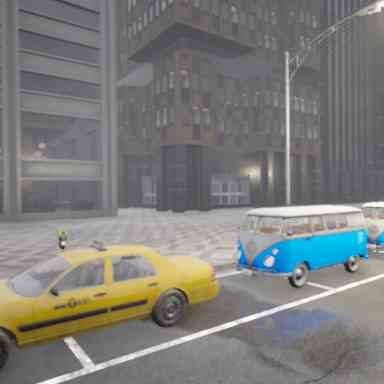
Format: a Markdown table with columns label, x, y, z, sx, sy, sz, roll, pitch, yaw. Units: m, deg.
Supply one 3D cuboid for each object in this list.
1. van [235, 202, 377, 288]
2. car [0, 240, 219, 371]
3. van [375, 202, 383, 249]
| label | x | y | z | sx | sy | sz | roll | pitch | yaw |
| --- | --- | --- | --- | --- | --- | --- | --- | --- | --- |
| van | 2.955 | 1.278 | 8.764 | 3.998 | 1.788 | 1.690 | -1 | 0 | -36 |
| car | -1.773 | 1.512 | 5.388 | 4.829 | 1.417 | 1.752 | -1 | 0 | -36 |
| van | 7.546 | 1.230 | 12.041 | 3.998 | 1.788 | 1.690 | -1 | 0 | -36 |
